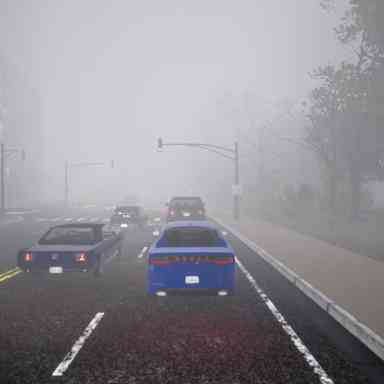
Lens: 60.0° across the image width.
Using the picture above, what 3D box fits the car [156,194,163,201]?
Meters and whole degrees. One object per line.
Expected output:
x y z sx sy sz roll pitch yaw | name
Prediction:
-7.390 1.389 83.442 1.882 1.535 5.008 0 0 -10 | car

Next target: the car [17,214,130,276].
-3.333 1.599 10.263 1.895 1.301 4.718 0 0 -1 | car

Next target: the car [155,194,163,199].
-9.213 1.207 93.404 1.882 1.535 5.008 0 0 -11 | car

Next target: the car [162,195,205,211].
-0.382 1.215 19.161 2.150 2.045 5.566 0 0 -2 | car

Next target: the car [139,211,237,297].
-0.046 1.476 8.648 1.882 1.535 5.008 0 0 -1 | car

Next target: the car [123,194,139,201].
-9.518 1.495 51.182 1.812 1.442 4.674 0 0 -6 | car

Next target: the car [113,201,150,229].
-3.671 1.499 19.892 1.837 1.490 4.892 0 0 -2 | car

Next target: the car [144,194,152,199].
-12.407 1.285 92.803 1.994 1.385 4.181 0 0 -11 | car

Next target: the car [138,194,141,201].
-10.647 1.308 60.893 2.097 1.767 4.553 0 0 -7 | car

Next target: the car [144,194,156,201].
-10.525 1.393 82.512 1.882 1.535 5.008 0 0 -10 | car

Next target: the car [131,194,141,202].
-12.118 1.293 72.058 2.097 1.767 4.553 0 0 -9 | car
